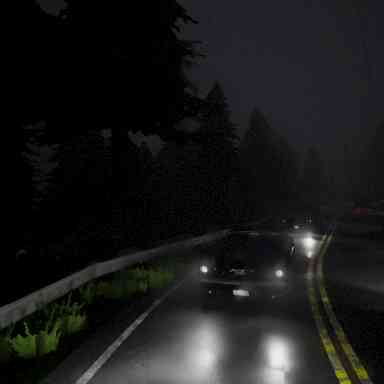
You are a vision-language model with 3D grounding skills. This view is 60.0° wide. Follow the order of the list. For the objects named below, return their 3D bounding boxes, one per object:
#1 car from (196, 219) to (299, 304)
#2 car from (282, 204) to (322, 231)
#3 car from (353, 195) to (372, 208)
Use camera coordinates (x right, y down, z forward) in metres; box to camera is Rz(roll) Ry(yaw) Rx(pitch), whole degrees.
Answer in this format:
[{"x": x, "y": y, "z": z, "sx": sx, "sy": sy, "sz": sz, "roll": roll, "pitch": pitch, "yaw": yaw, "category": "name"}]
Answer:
[{"x": 1.604, "y": 1.599, "z": 8.423, "sx": 1.895, "sy": 1.301, "sz": 4.718, "roll": -1, "pitch": 0, "yaw": 18, "category": "car"}, {"x": 6.704, "y": 1.461, "z": 20.056, "sx": 2.033, "sy": 1.411, "sz": 5.357, "roll": -2, "pitch": 0, "yaw": 26, "category": "car"}, {"x": 20.691, "y": 1.060, "z": 40.213, "sx": 2.128, "sy": 1.511, "sz": 4.902, "roll": -2, "pitch": 0, "yaw": 28, "category": "car"}]
